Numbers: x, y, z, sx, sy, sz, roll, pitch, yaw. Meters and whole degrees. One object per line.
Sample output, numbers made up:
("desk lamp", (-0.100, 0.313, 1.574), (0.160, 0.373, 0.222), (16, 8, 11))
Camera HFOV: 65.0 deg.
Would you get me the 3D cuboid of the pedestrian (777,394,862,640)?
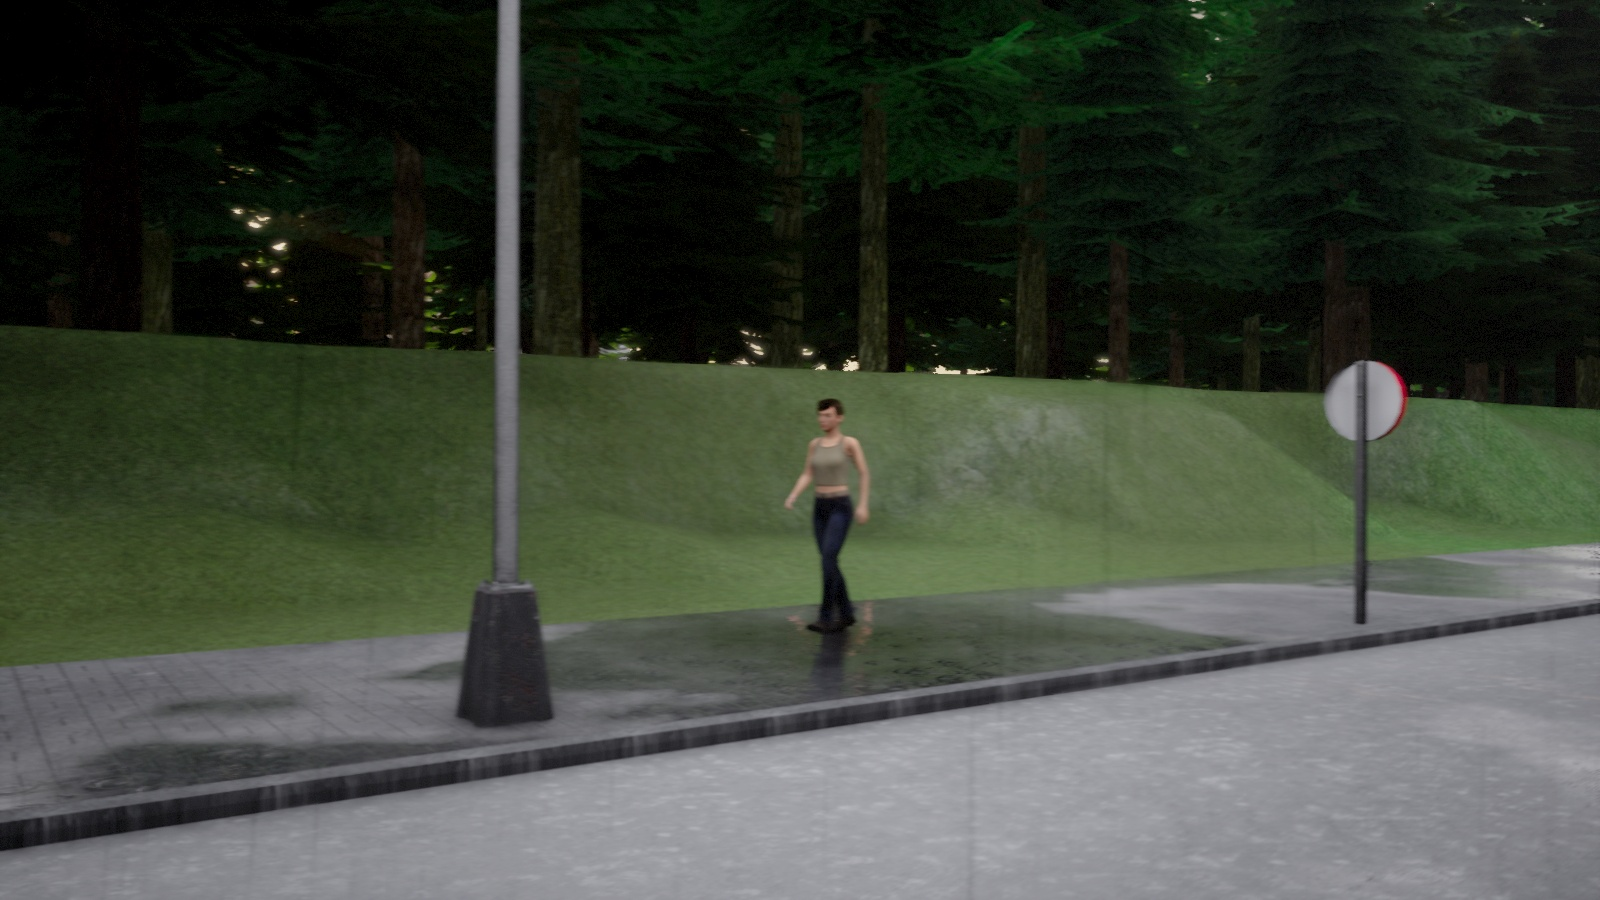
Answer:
("pedestrian", (0.155, 0.498, 9.708), (0.345, 1.836, 0.594), (0, 0, 44))
